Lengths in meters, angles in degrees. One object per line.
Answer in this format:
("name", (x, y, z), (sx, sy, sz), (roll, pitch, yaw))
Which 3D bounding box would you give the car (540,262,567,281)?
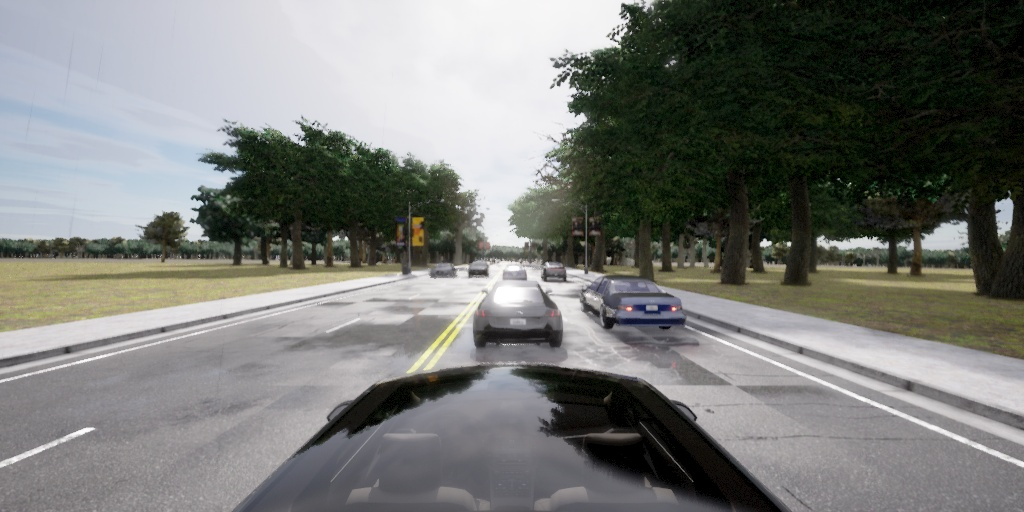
("car", (3.476, 1.273, 30.341), (2.128, 1.511, 4.902), (0, 0, 0))

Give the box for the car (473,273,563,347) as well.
("car", (0.133, 1.311, 9.286), (1.994, 1.385, 4.181), (0, 0, 0))

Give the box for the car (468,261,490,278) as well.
("car", (-3.199, 1.268, 35.241), (1.882, 1.535, 5.008), (0, 0, 0))

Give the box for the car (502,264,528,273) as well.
("car", (0.210, 1.323, 27.094), (2.033, 1.411, 5.357), (0, 0, 1))

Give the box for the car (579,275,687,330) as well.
("car", (3.386, 1.297, 11.123), (2.033, 1.411, 5.357), (0, 0, 1))

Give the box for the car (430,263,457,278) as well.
("car", (-6.453, 1.352, 34.154), (1.994, 1.385, 4.181), (0, 0, 0))
